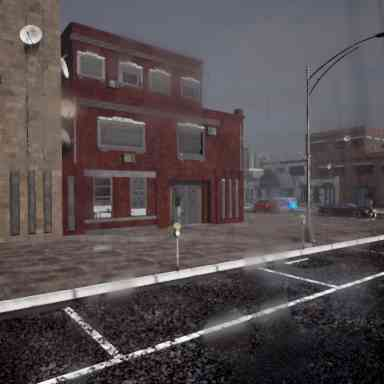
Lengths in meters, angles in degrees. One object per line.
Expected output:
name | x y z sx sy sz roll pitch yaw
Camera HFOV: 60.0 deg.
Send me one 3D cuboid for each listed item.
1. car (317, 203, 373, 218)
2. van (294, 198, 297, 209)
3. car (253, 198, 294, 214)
car | 15.687 1.798 34.169 2.033 1.411 5.357 -1 0 -37
van | 12.883 1.711 47.245 1.690 1.788 3.998 -2 0 -38
car | 9.899 1.739 41.659 2.097 1.767 4.553 -1 -1 -38
